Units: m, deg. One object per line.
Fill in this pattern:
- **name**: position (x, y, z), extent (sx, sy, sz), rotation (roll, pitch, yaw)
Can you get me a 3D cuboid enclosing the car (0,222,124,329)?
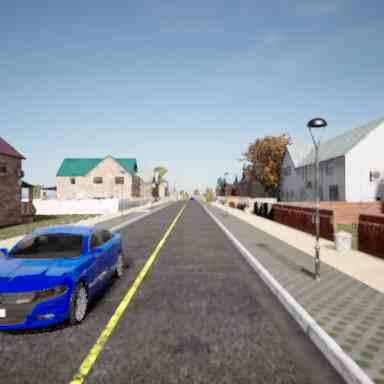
- **car**: position (-2.835, 1.500, 7.356), extent (1.882, 1.535, 5.008), rotation (0, 0, 0)
